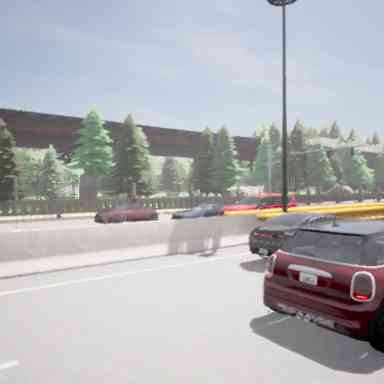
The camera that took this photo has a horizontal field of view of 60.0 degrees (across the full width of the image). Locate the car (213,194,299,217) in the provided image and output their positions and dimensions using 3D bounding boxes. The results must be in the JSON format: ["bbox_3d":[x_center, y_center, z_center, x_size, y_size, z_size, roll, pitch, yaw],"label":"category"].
[{"bbox_3d":[4.012,1.133,19.630,5.566,2.045,2.150,-1,0,-36],"label":"car"}]

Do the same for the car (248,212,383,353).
[{"bbox_3d":[3.475,1.297,6.227,4.553,1.767,2.097,-1,0,-36],"label":"car"}]

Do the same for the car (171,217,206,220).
[{"bbox_3d":[1.275,1.427,21.988,5.357,1.411,2.033,-1,0,-35],"label":"car"}]

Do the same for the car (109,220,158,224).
[{"bbox_3d":[-4.356,1.482,22.321,4.181,1.385,1.994,0,0,-35],"label":"car"}]
